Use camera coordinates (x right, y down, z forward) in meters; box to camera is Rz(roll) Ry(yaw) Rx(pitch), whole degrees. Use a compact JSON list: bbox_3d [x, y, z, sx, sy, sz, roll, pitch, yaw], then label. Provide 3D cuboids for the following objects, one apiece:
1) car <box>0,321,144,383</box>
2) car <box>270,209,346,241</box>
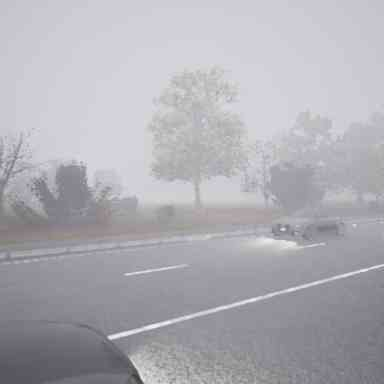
[{"bbox_3d":[-2.328,1.564,2.086,4.181,1.385,1.994,0,0,-36],"label":"car"},{"bbox_3d":[5.909,1.564,16.809,4.181,1.385,1.994,0,0,-35],"label":"car"}]
